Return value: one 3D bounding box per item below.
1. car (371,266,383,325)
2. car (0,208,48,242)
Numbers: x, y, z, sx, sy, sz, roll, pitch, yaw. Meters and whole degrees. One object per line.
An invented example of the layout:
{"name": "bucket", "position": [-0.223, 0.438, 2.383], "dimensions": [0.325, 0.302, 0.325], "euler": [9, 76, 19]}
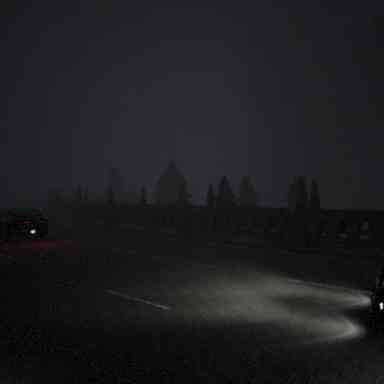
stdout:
{"name": "car", "position": [5.161, 1.351, 4.767], "dimensions": [4.553, 1.767, 2.097], "euler": [0, 0, 34]}
{"name": "car", "position": [-9.065, 1.594, 17.257], "dimensions": [1.837, 1.490, 4.892], "euler": [-1, 0, -43]}
